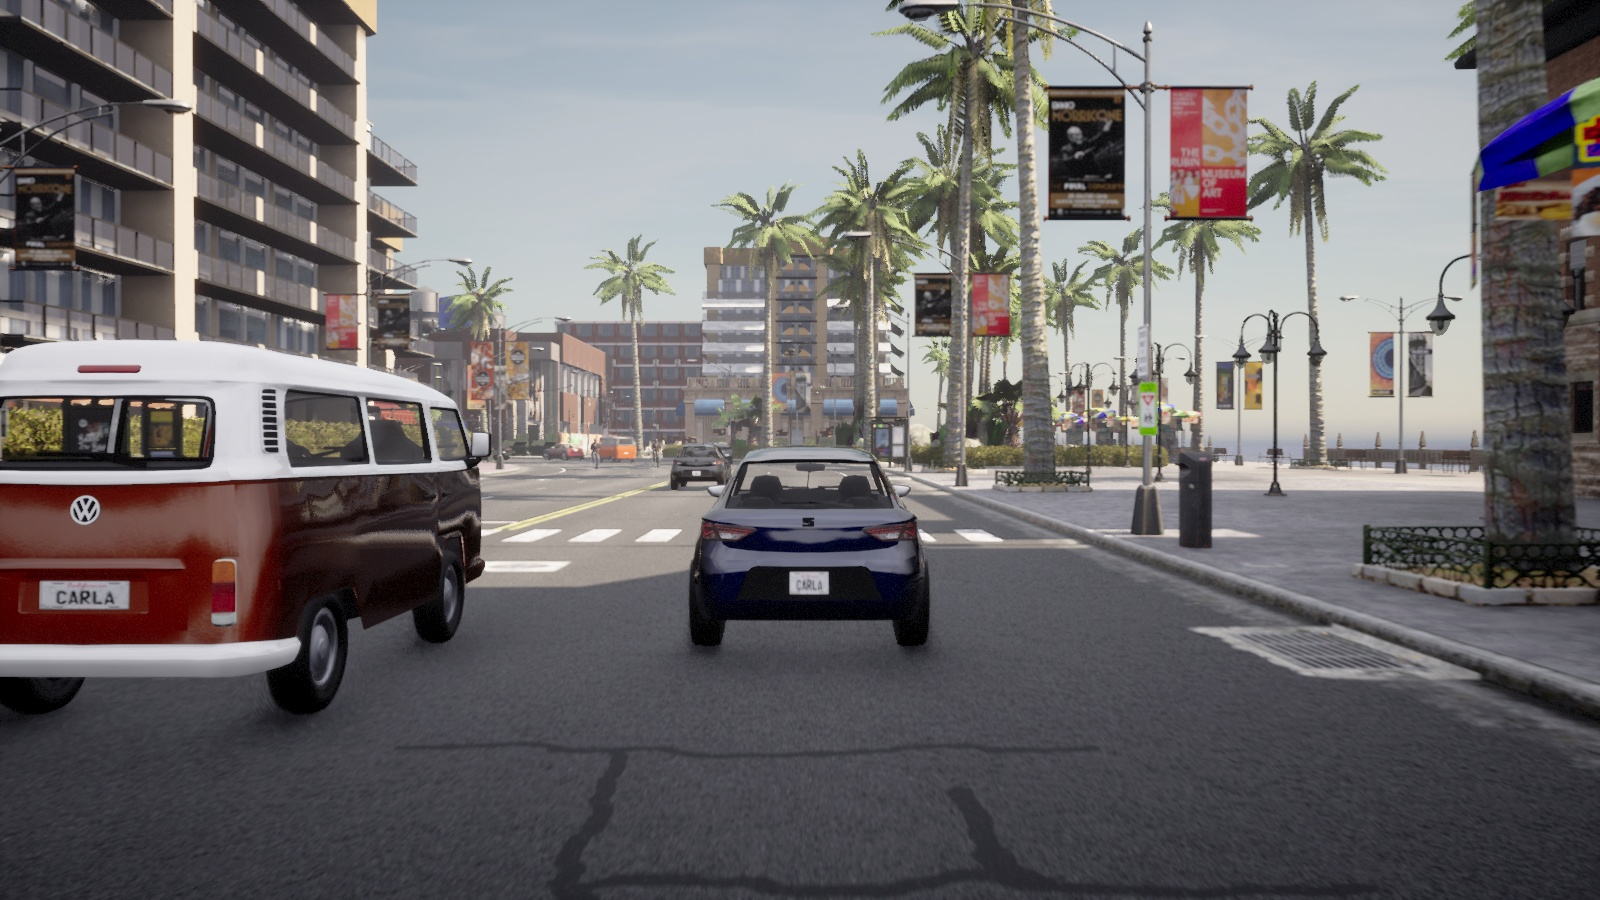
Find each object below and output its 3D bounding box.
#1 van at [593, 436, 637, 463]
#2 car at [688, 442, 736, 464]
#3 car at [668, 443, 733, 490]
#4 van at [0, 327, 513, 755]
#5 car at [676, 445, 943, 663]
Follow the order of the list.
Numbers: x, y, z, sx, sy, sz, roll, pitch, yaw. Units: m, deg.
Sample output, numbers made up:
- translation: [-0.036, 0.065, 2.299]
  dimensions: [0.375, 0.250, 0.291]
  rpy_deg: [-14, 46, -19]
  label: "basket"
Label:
- translation: [-14.144, -0.053, 95.901]
  dimensions: [1.775, 1.987, 4.442]
  rpy_deg: [0, 0, -31]
  label: "van"
- translation: [-6.196, 0.191, 88.288]
  dimensions: [2.007, 1.525, 4.514]
  rpy_deg: [0, 0, -23]
  label: "car"
- translation: [-3.248, 0.523, 41.625]
  dimensions: [1.816, 1.474, 4.193]
  rpy_deg: [0, 0, 0]
  label: "car"
- translation: [-3.438, 0.421, 8.214]
  dimensions: [2.069, 2.038, 4.480]
  rpy_deg: [0, 0, 0]
  label: "van"
- translation: [0.076, 0.700, 10.654]
  dimensions: [1.816, 1.474, 4.193]
  rpy_deg: [0, 0, 0]
  label: "car"
